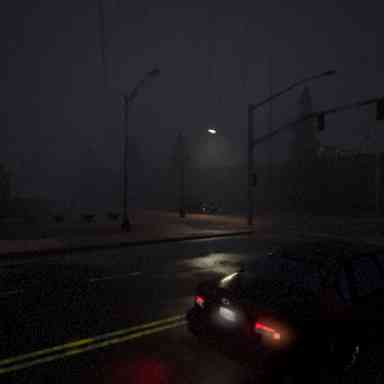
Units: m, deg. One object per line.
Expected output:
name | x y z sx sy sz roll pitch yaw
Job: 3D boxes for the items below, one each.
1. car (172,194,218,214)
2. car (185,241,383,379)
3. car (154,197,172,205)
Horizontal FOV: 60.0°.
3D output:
car | 0.477 1.306 37.020 2.150 2.045 5.566 0 0 -36
car | 2.493 1.568 5.552 5.357 1.411 2.033 0 0 -35
car | -4.427 1.636 60.624 4.718 1.301 1.895 -3 1 27
